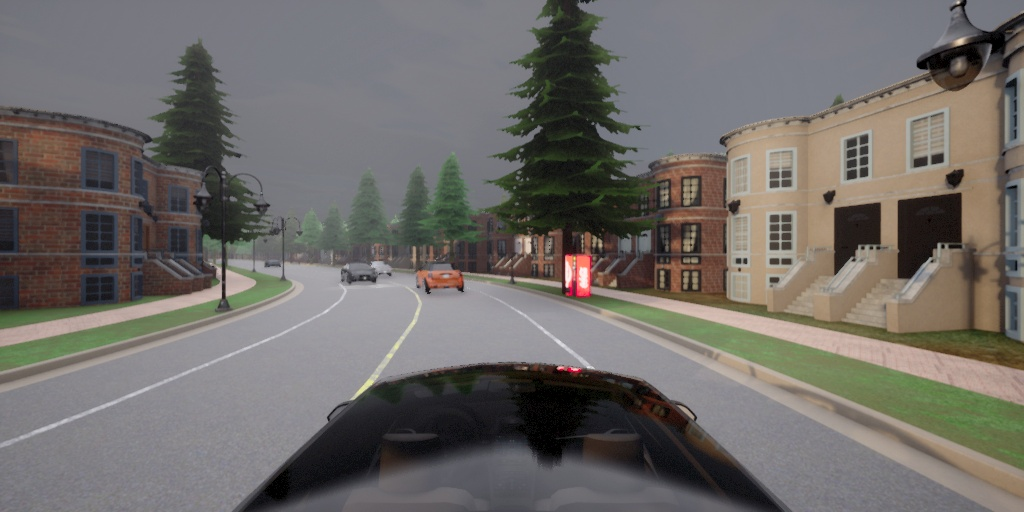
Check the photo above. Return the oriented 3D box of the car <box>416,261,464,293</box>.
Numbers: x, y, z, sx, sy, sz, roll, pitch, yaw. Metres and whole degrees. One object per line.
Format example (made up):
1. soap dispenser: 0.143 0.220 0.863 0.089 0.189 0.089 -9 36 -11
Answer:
1. car: -4.305 1.086 20.857 2.097 1.767 4.553 0 0 -22

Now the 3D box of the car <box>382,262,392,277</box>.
1. car: -13.197 1.250 34.837 1.812 1.442 4.674 0 0 -40

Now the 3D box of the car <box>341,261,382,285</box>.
1. car: -11.232 1.235 26.169 1.837 1.490 4.892 0 0 -33

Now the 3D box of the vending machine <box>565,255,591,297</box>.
1. vending machine: 3.080 0.933 16.746 1.100 2.100 0.880 0 0 -17
